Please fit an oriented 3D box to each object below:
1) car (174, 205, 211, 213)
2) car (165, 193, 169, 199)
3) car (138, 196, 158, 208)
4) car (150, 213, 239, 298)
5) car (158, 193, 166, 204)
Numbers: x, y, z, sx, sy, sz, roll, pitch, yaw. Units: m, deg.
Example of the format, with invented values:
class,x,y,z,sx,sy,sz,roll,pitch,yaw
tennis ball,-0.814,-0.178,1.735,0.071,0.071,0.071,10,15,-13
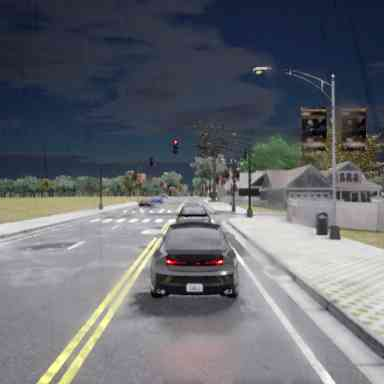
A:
class,x,y,z,sx,sy,sz,roll,pitch,yaw
car,0.053,1.501,18.785,2.128,1.511,4.902,0,0,-2
car,-6.589,0.994,79.665,2.097,1.767,4.553,0,0,0
car,-6.650,1.554,48.954,2.033,1.411,5.357,0,0,0
car,0.074,1.510,8.516,1.837,1.490,4.892,0,0,1
car,-6.616,1.480,64.320,1.882,1.535,5.008,0,0,0
